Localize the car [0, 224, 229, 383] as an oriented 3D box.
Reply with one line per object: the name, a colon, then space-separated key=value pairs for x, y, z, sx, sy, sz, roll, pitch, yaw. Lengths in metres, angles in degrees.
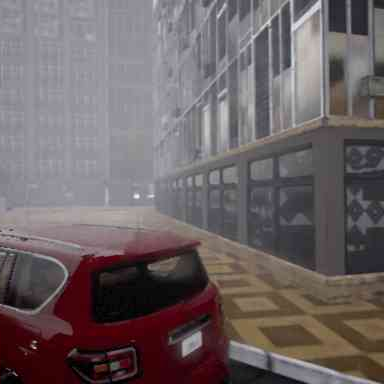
car: x=-1.946 y=1.337 z=4.116 sx=5.009 sy=1.841 sz=2.192 roll=0 pitch=-1 yaw=35

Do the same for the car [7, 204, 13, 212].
car: x=-22.115 y=1.559 z=35.980 sx=4.892 sy=1.490 sz=1.837 roll=-1 pitch=0 yaw=-14
